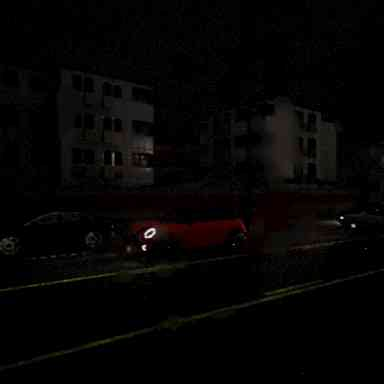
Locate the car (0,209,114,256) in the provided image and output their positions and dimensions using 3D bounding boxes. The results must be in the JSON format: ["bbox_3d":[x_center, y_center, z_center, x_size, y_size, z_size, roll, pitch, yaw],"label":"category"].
[{"bbox_3d":[-5.484,1.429,12.888,4.902,1.511,2.128,0,0,-34],"label":"car"}]

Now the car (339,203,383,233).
[{"bbox_3d":[10.700,1.536,19.341,4.718,1.301,1.895,0,0,-32],"label":"car"}]

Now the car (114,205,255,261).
[{"bbox_3d":[-0.202,1.300,12.224,4.553,1.767,2.097,0,0,-34],"label":"car"}]

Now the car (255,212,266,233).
[{"bbox_3d":[1.940,1.492,17.829,4.181,1.385,1.994,0,0,-33],"label":"car"}]
